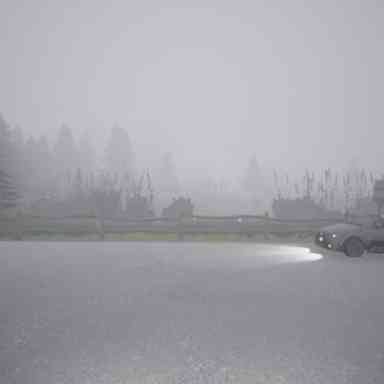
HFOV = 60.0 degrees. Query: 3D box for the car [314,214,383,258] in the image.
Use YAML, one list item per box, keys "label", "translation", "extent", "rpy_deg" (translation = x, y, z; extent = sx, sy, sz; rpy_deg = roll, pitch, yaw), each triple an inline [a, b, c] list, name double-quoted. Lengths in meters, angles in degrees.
- label: "car"
  translation: [6.697, 1.529, 12.076]
  extent: [4.181, 1.385, 1.994]
  rpy_deg: [0, 0, 1]
